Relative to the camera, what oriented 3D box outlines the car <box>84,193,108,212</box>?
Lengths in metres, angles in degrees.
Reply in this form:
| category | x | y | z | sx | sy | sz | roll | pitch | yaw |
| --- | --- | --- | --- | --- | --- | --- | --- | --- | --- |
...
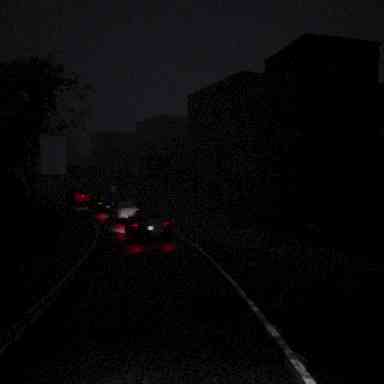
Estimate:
| category | x | y | z | sx | sy | sz | roll | pitch | yaw |
| --- | --- | --- | --- | --- | --- | --- | --- | --- | --- |
| car | -9.529 | 1.204 | 34.900 | 1.812 | 1.442 | 4.674 | -3 | 3 | -31 |

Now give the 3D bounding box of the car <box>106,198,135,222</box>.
| category | x | y | z | sx | sy | sz | roll | pitch | yaw |
| --- | --- | --- | --- | --- | --- | --- | --- | --- | --- |
| car | -5.228 | 1.429 | 25.819 | 1.812 | 1.442 | 4.674 | -2 | 1 | -22 |

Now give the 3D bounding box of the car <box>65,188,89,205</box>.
| category | x | y | z | sx | sy | sz | roll | pitch | yaw |
| --- | --- | --- | --- | --- | --- | --- | --- | --- | --- |
| car | -15.103 | 0.504 | 43.788 | 2.150 | 2.045 | 5.566 | -3 | 5 | -33 |

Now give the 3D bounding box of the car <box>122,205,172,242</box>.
| category | x | y | z | sx | sy | sz | roll | pitch | yaw |
| --- | --- | --- | --- | --- | --- | --- | --- | --- | --- |
| car | -2.232 | 1.539 | 16.388 | 1.994 | 1.385 | 4.181 | -1 | 0 | -13 |
